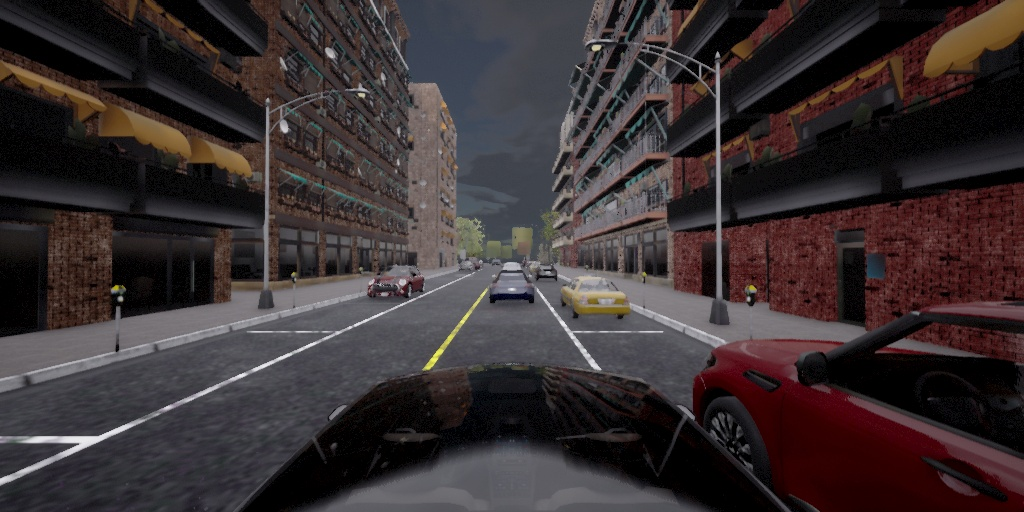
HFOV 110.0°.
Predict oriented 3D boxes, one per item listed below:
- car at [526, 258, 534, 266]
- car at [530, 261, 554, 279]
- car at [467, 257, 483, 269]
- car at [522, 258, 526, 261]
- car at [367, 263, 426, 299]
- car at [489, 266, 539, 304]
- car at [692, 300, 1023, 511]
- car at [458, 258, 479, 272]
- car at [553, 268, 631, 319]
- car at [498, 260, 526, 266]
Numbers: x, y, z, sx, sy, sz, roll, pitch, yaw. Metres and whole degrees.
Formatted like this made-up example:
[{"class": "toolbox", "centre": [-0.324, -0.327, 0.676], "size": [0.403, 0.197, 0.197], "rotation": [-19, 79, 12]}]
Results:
[{"class": "car", "centre": [2.828, 1.285, 40.437], "size": [1.751, 1.417, 4.829], "rotation": [0, 0, 0]}, {"class": "car", "centre": [2.763, 1.322, 29.773], "size": [1.948, 1.339, 4.313], "rotation": [0, 0, 0]}, {"class": "car", "centre": [-5.819, 1.080, 51.436], "size": [2.192, 1.841, 5.009], "rotation": [0, 0, 0]}, {"class": "car", "centre": [2.829, 1.316, 51.404], "size": [2.007, 1.370, 4.403], "rotation": [0, 0, 0]}, {"class": "car", "centre": [-5.708, 1.191, 18.028], "size": [1.967, 1.591, 4.097], "rotation": [0, 0, 0]}, {"class": "car", "centre": [0.000, 1.325, 16.501], "size": [1.994, 1.385, 4.181], "rotation": [0, 0, 0]}, {"class": "car", "centre": [2.693, 1.061, 1.291], "size": [2.192, 1.841, 5.009], "rotation": [0, 0, 0]}, {"class": "car", "centre": [-5.819, 1.313, 45.869], "size": [2.007, 1.370, 4.403], "rotation": [0, 0, 0]}, {"class": "car", "centre": [2.700, 1.275, 12.597], "size": [1.751, 1.417, 4.829], "rotation": [0, 0, 0]}, {"class": "car", "centre": [-0.001, 1.290, 31.503], "size": [1.812, 1.442, 4.674], "rotation": [0, 0, 0]}]
